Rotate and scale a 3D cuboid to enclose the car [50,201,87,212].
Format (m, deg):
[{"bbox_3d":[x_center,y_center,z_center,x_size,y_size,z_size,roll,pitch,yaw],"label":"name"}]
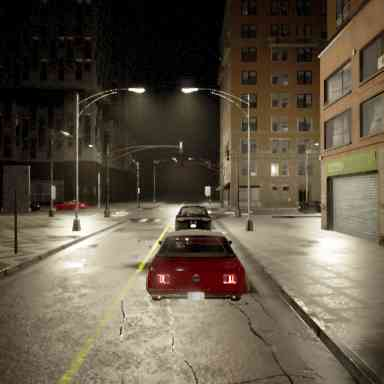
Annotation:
[{"bbox_3d":[-14.554,1.701,39.299,4.206,1.307,1.802,0,0,0],"label":"car"}]

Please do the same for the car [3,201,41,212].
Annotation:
[{"bbox_3d":[-20.203,1.725,39.293,4.313,1.339,1.947,0,0,0],"label":"car"}]

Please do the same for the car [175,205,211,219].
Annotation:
[{"bbox_3d":[0.058,1.474,18.410,1.882,1.535,5.008,0,0,0],"label":"car"}]

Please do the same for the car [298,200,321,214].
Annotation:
[{"bbox_3d":[12.040,1.415,30.805,4.313,1.339,1.947,0,0,0],"label":"car"}]

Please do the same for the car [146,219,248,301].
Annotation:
[{"bbox_3d":[0.081,1.601,8.261,1.895,1.301,4.718,0,0,0],"label":"car"}]

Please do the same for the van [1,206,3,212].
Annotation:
[{"bbox_3d":[-20.186,1.425,30.769,3.998,1.788,1.690,0,0,0],"label":"van"}]
